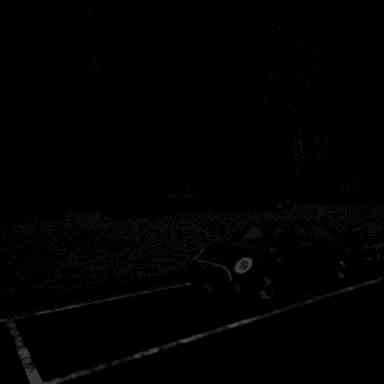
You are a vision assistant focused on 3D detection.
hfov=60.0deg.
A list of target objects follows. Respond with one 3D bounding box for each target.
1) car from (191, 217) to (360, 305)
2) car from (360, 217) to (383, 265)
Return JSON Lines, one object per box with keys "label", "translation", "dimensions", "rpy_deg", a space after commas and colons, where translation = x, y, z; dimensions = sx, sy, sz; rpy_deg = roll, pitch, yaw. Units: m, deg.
{"label": "car", "translation": [1.946, 1.438, 8.042], "dimensions": [4.097, 1.590, 1.967], "rpy_deg": [0, 0, -36]}
{"label": "car", "translation": [6.566, 1.547, 11.343], "dimensions": [4.403, 1.369, 2.008], "rpy_deg": [0, 0, -36]}
